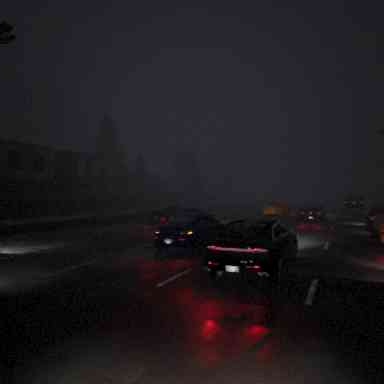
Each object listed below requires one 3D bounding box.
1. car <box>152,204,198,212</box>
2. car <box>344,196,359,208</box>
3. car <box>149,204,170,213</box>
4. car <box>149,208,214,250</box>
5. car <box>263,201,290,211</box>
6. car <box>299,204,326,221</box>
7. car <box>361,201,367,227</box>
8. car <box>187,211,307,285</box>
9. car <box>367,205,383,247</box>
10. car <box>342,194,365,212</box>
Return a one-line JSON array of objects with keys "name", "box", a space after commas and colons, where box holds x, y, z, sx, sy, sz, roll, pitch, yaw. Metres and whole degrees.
[{"name": "car", "box": [-0.192, 1.698, 22.050, 2.033, 1.411, 5.357, -1, 0, 25]}, {"name": "car", "box": [24.778, 1.467, 51.757, 2.097, 1.767, 4.553, -1, 0, 25]}, {"name": "car", "box": [-1.785, 1.725, 27.004, 1.812, 1.442, 4.674, -1, 0, 25]}, {"name": "car", "box": [0.086, 1.621, 14.225, 1.812, 1.442, 4.674, -1, 0, 25]}, {"name": "car", "box": [8.223, 1.617, 32.073, 1.882, 1.535, 5.008, -1, -1, 25]}, {"name": "car", "box": [10.162, 1.693, 27.885, 1.895, 1.301, 4.718, -1, 0, 25]}, {"name": "car", "box": [11.393, 1.533, 19.862, 1.837, 1.490, 4.892, -1, 0, 25]}, {"name": "car", "box": [1.930, 1.542, 9.833, 2.128, 1.511, 4.902, -1, 0, 25]}, {"name": "car", "box": [8.982, 1.470, 14.576, 1.801, 1.575, 5.366, -1, 0, 25]}, {"name": "car", "box": [19.125, 1.308, 39.338, 2.150, 2.045, 5.566, -1, 0, 25]}]
